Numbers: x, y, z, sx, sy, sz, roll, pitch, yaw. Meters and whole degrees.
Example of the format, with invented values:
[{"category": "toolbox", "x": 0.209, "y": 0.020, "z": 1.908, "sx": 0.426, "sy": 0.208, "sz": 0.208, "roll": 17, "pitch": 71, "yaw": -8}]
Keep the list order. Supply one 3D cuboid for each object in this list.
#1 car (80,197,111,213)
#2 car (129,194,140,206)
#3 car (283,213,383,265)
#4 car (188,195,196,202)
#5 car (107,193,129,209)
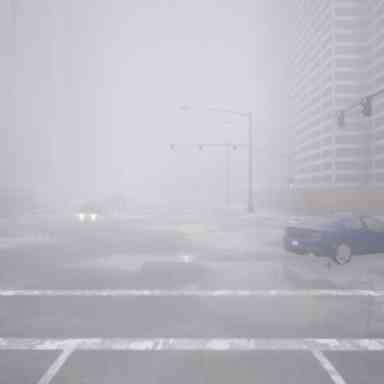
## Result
[{"category": "car", "x": -10.586, "y": 1.543, "z": 35.980, "sx": 1.994, "sy": 1.385, "sz": 4.181, "roll": 0, "pitch": 0, "yaw": 0}, {"category": "car", "x": -10.507, "y": 1.517, "z": 56.017, "sx": 2.033, "sy": 1.411, "sz": 5.357, "roll": 0, "pitch": 0, "yaw": 1}, {"category": "car", "x": 5.545, "y": 1.473, "z": 11.601, "sx": 5.008, "sy": 1.535, "sz": 1.882, "roll": 0, "pitch": -1, "yaw": -24}, {"category": "car", "x": 0.028, "y": 1.484, "z": 76.367, "sx": 1.812, "sy": 1.442, "sz": 4.674, "roll": 0, "pitch": 0, "yaw": 0}, {"category": "car", "x": -10.574, "y": 1.196, "z": 45.329, "sx": 2.150, "sy": 2.045, "sz": 5.566, "roll": 0, "pitch": 0, "yaw": 0}]
